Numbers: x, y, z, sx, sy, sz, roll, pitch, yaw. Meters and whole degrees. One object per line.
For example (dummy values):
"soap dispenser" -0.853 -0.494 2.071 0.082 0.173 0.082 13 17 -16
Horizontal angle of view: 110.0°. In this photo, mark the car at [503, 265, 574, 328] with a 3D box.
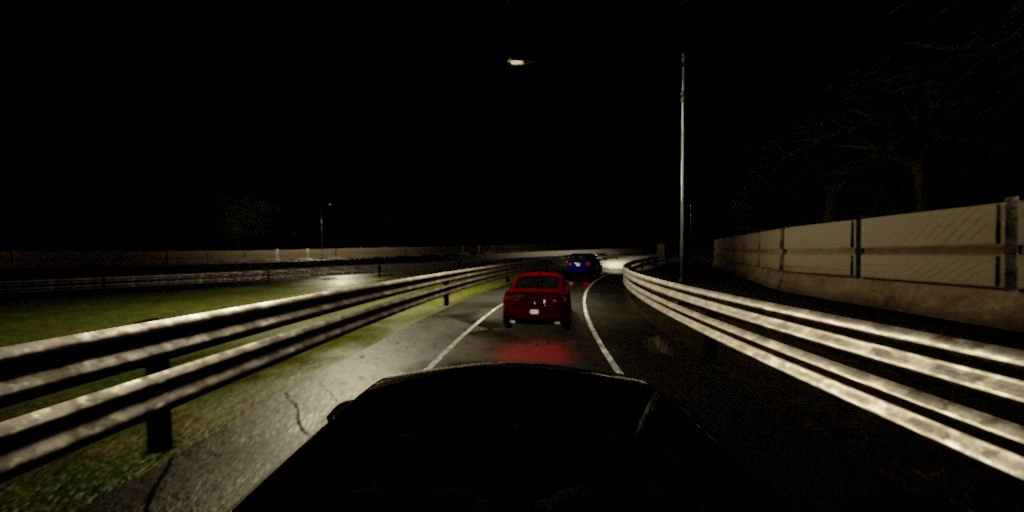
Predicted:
"car" 0.949 1.255 11.626 1.882 1.535 5.008 0 0 9

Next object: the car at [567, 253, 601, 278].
"car" 6.335 0.775 31.292 2.150 2.045 5.566 0 1 22
